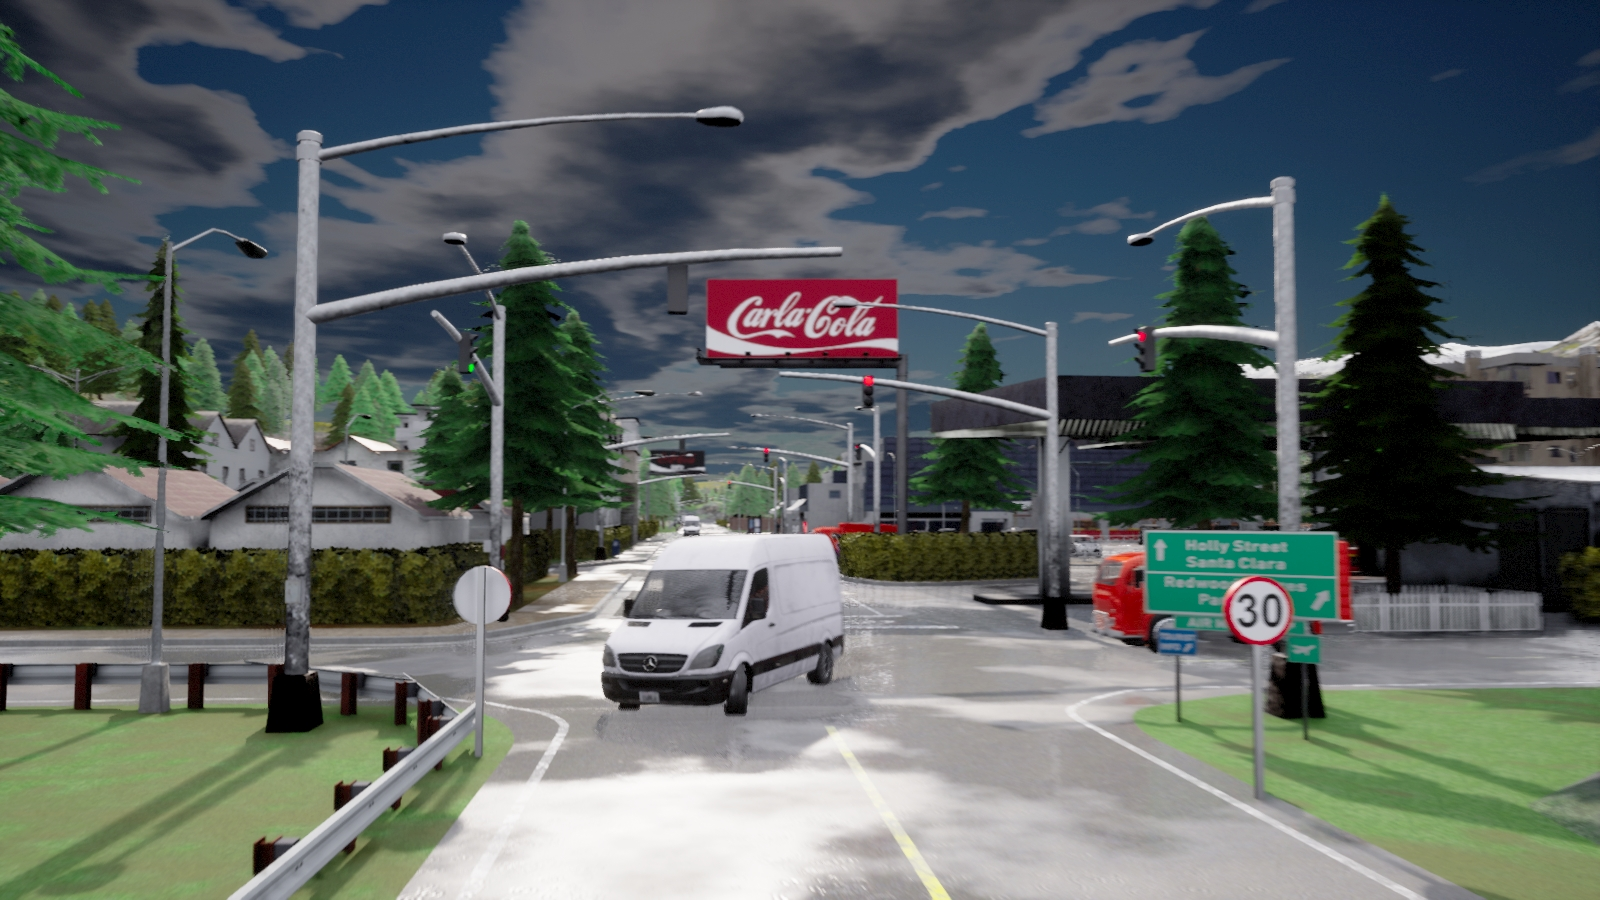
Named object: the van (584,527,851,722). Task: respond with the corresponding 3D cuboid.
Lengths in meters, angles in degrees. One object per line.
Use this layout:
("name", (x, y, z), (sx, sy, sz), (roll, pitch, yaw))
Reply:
("van", (-1.049, 2.540, 18.288), (1.988, 2.561, 5.915), (-3, -5, 20))

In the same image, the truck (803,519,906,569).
("truck", (2.940, 5.130, 62.496), (5.204, 2.467, 2.627), (2, -3, -5))

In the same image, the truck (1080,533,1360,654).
("truck", (9.242, 3.117, 25.524), (5.204, 2.467, 2.627), (0, -3, -4))
